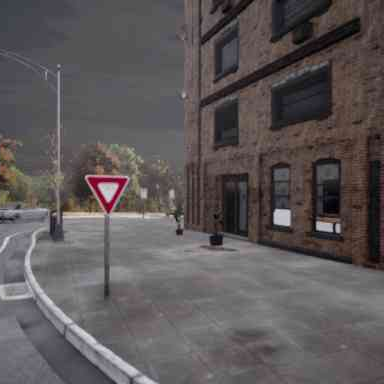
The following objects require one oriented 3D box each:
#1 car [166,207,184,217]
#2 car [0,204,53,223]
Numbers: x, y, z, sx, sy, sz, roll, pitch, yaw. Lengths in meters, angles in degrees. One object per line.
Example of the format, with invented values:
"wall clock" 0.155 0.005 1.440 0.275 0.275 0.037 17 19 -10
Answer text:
"car" -1.944 2.843 47.325 1.812 1.442 4.674 0 -3 29
"car" -12.636 1.555 24.723 1.895 1.301 4.718 0 -2 17
